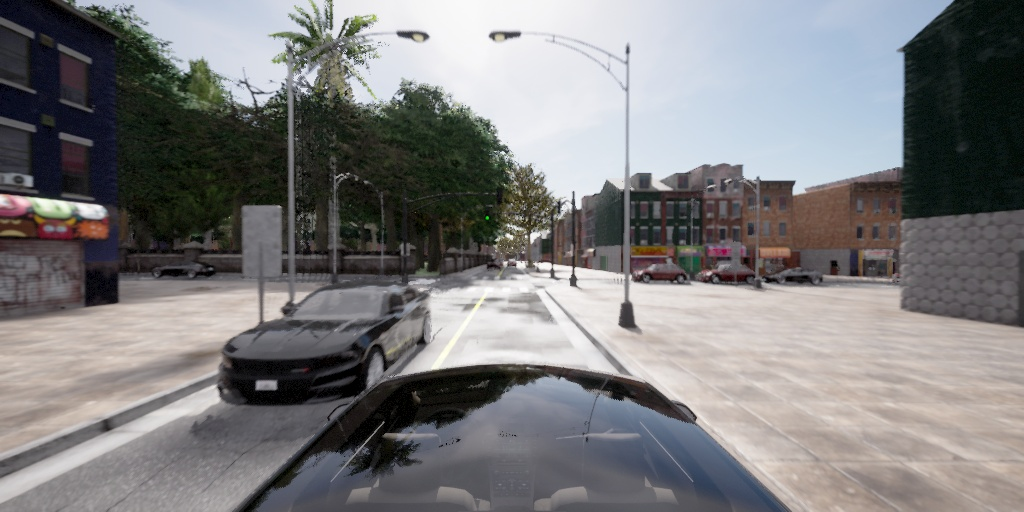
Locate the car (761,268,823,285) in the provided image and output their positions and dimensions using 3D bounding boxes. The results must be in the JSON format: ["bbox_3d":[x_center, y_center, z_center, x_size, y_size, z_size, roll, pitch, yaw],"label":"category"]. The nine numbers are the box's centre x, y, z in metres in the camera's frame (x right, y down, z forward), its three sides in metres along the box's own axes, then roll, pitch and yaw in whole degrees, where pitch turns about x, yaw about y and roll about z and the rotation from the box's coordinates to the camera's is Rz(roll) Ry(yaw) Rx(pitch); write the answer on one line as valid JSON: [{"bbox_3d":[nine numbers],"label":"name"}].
[{"bbox_3d":[22.685,1.602,29.106,4.313,1.339,1.948,0,0,0],"label":"car"}]

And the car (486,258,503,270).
[{"bbox_3d":[-2.817,1.208,55.925,2.097,1.767,4.553,0,0,0],"label":"car"}]

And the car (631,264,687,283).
[{"bbox_3d":[11.817,1.351,29.104,4.097,1.591,1.967,0,0,0],"label":"car"}]

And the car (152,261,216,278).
[{"bbox_3d":[-26.500,1.073,29.095,4.313,1.339,1.948,0,0,0],"label":"car"}]

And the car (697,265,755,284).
[{"bbox_3d":[17.251,1.413,29.105,4.097,1.591,1.967,0,0,0],"label":"car"}]

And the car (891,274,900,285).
[{"bbox_3d":[33.554,1.710,29.108,4.507,1.381,1.888,0,0,0],"label":"car"}]

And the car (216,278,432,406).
[{"bbox_3d":[-2.839,1.229,6.653,1.882,1.535,5.008,0,0,0],"label":"car"}]
